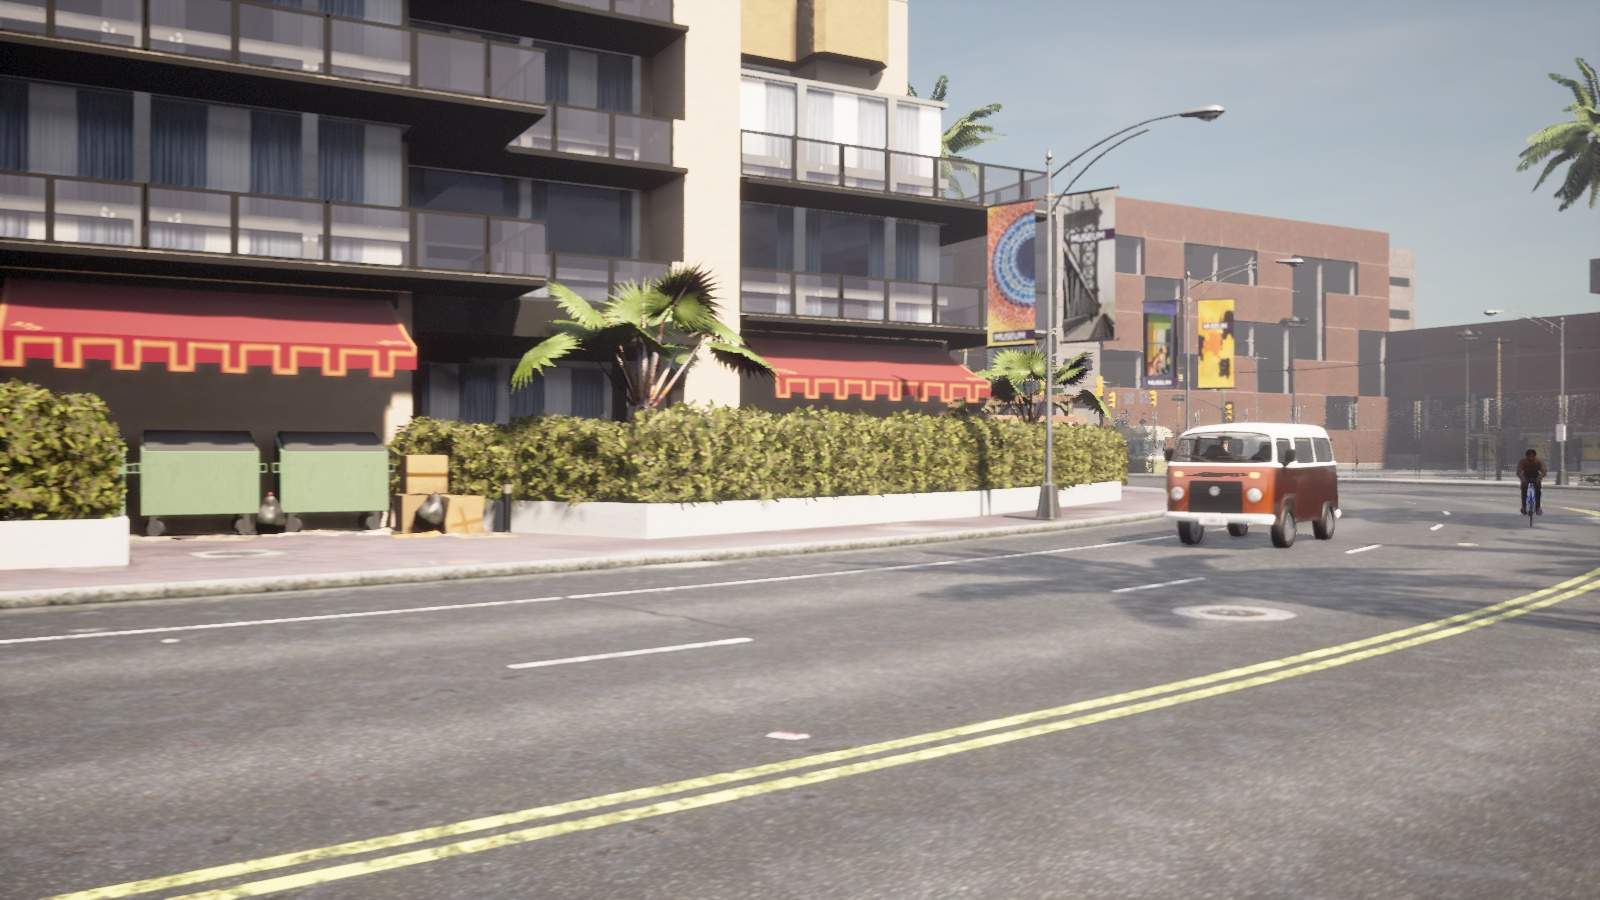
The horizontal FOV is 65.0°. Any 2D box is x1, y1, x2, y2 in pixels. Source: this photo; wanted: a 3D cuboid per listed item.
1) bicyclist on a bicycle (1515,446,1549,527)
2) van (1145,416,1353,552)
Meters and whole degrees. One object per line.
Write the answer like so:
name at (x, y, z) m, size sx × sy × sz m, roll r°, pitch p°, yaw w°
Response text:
bicyclist on a bicycle at (15.187, 0.740, 26.061) m, size 0.582 × 1.620 × 1.656 m, roll 0°, pitch 0°, yaw 31°
van at (7.687, 0.515, 21.218) m, size 2.069 × 2.038 × 4.480 m, roll 0°, pitch 0°, yaw 37°
